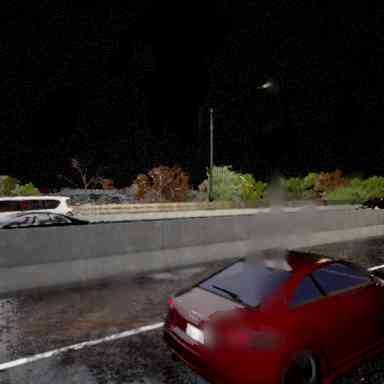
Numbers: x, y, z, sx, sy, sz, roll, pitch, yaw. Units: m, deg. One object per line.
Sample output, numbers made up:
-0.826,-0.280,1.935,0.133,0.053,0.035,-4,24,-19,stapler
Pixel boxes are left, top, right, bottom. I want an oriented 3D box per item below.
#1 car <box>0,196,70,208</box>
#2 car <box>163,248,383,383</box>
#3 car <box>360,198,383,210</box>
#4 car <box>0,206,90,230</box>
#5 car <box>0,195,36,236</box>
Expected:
-8.293,1.218,15.264,5.566,2.045,2.150,0,0,-35,car
1.676,1.565,4.920,4.181,1.385,1.994,0,0,-35,car
22.614,1.554,40.933,4.892,1.490,1.837,0,0,-34,car
-6.221,1.489,12.438,4.902,1.511,2.128,0,0,-35,car
-11.372,1.216,17.369,5.566,2.045,2.150,0,0,-35,car
